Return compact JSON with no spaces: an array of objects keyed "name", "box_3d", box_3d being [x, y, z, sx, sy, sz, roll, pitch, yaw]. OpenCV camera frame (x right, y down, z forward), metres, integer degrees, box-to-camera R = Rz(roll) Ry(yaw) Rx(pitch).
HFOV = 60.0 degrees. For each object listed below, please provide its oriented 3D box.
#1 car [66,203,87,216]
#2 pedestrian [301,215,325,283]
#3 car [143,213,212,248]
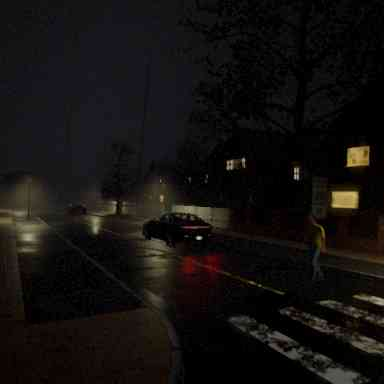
[{"name":"car","box_3d":[-13.946,2.022,40.088,2.128,1.511,4.902,2,-2,-29]},{"name":"pedestrian","box_3d":[3.286,1.486,8.908,0.375,1.860,0.375,1,-1,-29]},{"name":"car","box_3d":[-0.870,1.756,16.333,2.128,1.511,4.902,2,-2,-29]}]
